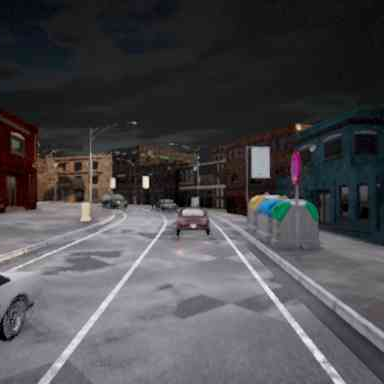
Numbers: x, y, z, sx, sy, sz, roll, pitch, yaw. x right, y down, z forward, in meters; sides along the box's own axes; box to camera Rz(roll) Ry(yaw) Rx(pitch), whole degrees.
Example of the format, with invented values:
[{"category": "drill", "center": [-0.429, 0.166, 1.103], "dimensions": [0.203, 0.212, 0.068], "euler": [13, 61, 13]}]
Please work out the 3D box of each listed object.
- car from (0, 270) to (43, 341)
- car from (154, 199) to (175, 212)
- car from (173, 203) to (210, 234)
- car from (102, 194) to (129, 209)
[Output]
[{"category": "car", "center": [-3.604, 1.609, 3.754], "dimensions": [1.895, 1.301, 4.718], "euler": [0, 0, 0]}, {"category": "car", "center": [-3.185, 1.577, 39.508], "dimensions": [2.128, 1.511, 4.902], "euler": [1, 0, -19]}, {"category": "car", "center": [0.010, 1.566, 19.288], "dimensions": [1.812, 1.442, 4.674], "euler": [0, 0, -1]}, {"category": "car", "center": [-10.845, 1.271, 46.794], "dimensions": [2.150, 2.045, 5.566], "euler": [1, -1, -34]}]
